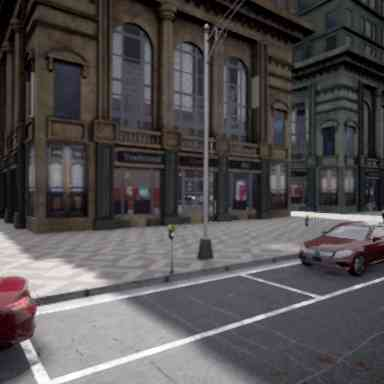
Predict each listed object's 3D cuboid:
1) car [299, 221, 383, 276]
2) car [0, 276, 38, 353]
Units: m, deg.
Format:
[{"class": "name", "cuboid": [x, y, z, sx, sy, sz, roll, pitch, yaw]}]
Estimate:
[{"class": "car", "cuboid": [5.120, 1.591, 10.295, 4.206, 1.307, 1.802, 0, 0, -35]}, {"class": "car", "cuboid": [-4.058, 1.582, 3.749, 4.206, 1.307, 1.802, 0, 0, -35]}]
